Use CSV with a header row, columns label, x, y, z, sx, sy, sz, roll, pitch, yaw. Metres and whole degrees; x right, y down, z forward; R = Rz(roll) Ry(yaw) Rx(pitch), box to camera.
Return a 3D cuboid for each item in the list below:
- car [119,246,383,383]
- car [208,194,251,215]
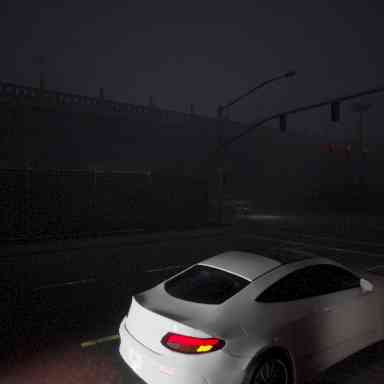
label,x,y,z,sx,sy,sz,roll,pitch,yaw
car,1.312,1.526,4.720,4.674,1.442,1.812,0,0,-35
car,3.736,1.271,35.087,2.150,2.045,5.566,0,1,-35
